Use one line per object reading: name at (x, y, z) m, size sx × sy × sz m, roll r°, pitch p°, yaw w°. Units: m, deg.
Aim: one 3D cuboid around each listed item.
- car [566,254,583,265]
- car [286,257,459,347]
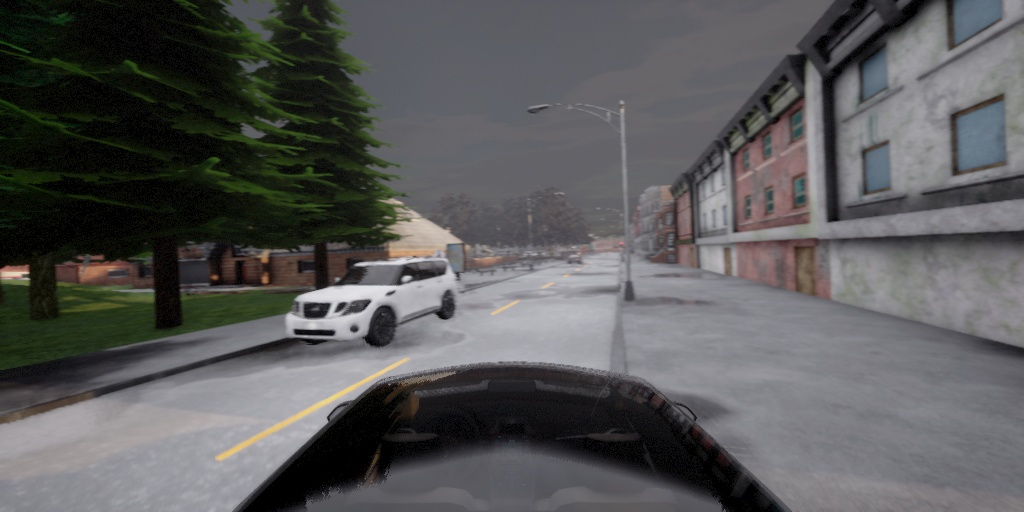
car at (9.115, 0.456, 51.754) m, size 1.812 × 1.442 × 4.674 m, roll -2°, pitch 1°, yaw 17°
car at (-3.498, 1.094, 10.348) m, size 2.150 × 2.045 × 5.566 m, roll -2°, pitch 1°, yaw 17°
